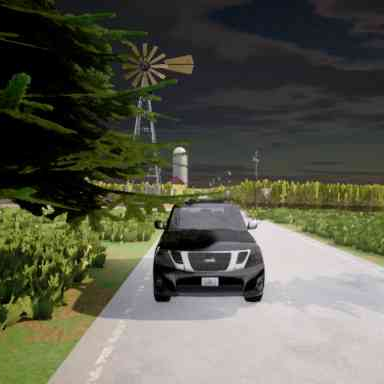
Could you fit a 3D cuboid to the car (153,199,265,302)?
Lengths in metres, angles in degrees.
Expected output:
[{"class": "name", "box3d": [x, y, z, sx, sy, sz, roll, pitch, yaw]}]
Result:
[{"class": "car", "box3d": [0.332, 1.221, 8.601, 2.150, 2.045, 5.566, 0, 0, 0]}]
